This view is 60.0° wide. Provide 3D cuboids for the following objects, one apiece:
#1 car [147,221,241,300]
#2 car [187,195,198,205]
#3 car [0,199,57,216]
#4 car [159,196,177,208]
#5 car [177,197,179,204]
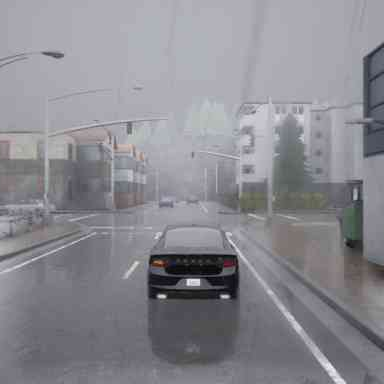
[{"bbox_3d":[0.049,1.478,8.475,1.882,1.535,5.008,0,0,1],"label":"car"},{"bbox_3d":[0.096,1.352,60.280,2.097,1.767,4.553,0,0,0],"label":"car"},{"bbox_3d":[-14.361,1.349,29.157,4.674,1.442,1.812,0,0,0],"label":"car"},{"bbox_3d":[-3.599,1.477,47.443,1.882,1.535,5.008,0,0,0],"label":"car"},{"bbox_3d":[-3.541,1.492,63.858,2.128,1.511,4.902,0,0,1],"label":"car"}]
